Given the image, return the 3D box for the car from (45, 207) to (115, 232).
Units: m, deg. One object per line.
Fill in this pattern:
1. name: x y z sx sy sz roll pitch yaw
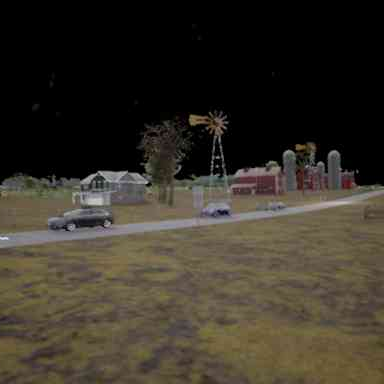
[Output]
1. car: -7.496 1.838 22.708 1.837 1.490 4.892 -2 -2 35

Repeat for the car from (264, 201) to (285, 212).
1. car: 12.642 2.200 50.797 1.837 1.490 4.892 -2 -1 35

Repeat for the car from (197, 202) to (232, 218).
1. car: 2.517 1.946 36.759 2.097 1.767 4.553 -2 -2 35
